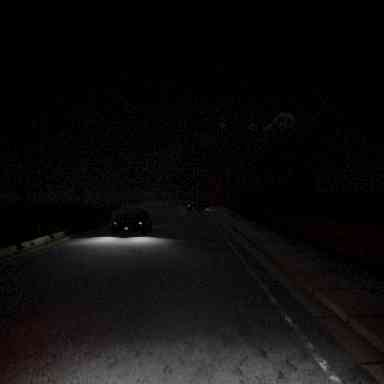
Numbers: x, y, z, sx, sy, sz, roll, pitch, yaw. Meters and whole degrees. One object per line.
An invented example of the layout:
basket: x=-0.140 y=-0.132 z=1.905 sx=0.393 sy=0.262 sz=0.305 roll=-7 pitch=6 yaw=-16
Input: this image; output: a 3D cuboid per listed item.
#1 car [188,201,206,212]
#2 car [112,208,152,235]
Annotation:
car: x=0.669 y=1.925 z=46.086 sx=1.812 sy=1.442 sz=4.674 roll=-1 pitch=0 yaw=14
car: x=-3.515 y=1.709 z=20.173 sx=1.812 sy=1.442 sz=4.674 roll=0 pitch=-1 yaw=0
